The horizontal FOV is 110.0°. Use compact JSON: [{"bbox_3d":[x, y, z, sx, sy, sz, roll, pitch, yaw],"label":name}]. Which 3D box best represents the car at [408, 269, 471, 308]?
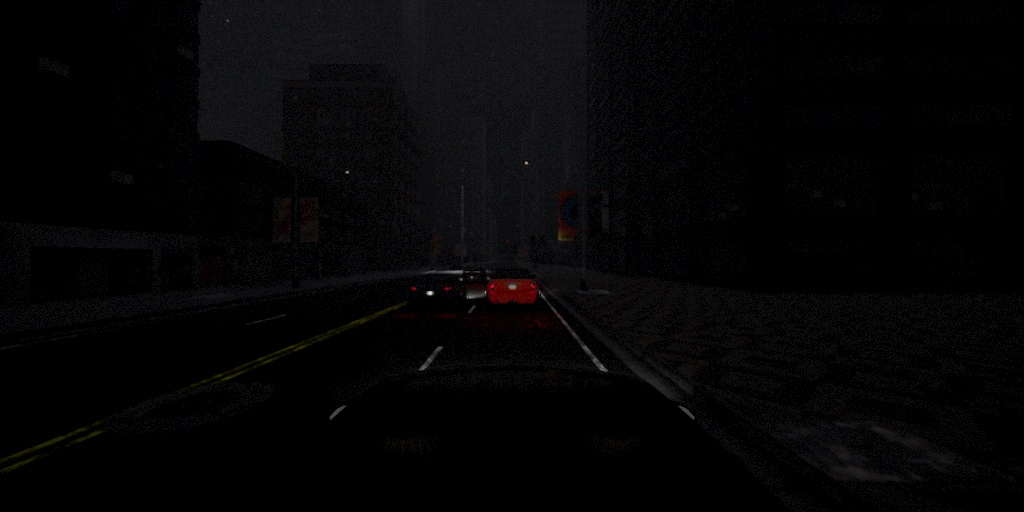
[{"bbox_3d":[-3.218,1.454,16.130,1.994,1.385,4.181,0,0,0],"label":"car"}]

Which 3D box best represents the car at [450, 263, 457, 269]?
[{"bbox_3d":[-9.678,1.938,63.632,1.895,1.301,4.718,0,-1,1],"label":"car"}]

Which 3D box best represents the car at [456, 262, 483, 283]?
[{"bbox_3d":[-3.190,1.524,31.138,2.128,1.511,4.902,0,0,0],"label":"car"}]

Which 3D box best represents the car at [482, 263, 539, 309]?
[{"bbox_3d":[0.029,1.237,15.911,2.097,1.767,4.553,0,-1,0],"label":"car"}]
